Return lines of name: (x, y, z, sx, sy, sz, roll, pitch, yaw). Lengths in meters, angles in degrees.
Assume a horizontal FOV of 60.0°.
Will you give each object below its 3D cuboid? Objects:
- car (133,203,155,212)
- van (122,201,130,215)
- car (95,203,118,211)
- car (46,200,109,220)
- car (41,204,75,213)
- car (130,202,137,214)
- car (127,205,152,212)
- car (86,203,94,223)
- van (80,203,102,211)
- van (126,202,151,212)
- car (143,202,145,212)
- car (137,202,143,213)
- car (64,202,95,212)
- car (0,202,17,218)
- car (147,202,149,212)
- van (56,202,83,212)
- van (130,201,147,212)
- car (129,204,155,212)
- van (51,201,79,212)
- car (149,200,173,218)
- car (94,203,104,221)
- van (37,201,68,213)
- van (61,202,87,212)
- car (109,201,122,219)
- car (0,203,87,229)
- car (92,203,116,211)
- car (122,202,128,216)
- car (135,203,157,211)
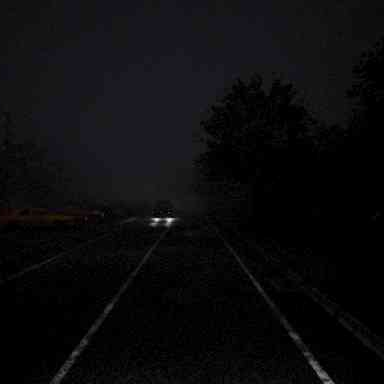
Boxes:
car: (-10.371, 3.343, 72.185, 4.553, 1.767, 2.185, 0, -3, 0)
van: (-10.496, 2.074, 41.690, 4.442, 1.987, 1.878, 0, -2, 0)
car: (-23.469, 4.155, 91.677, 5.566, 2.045, 2.435, 0, -3, 0)
car: (-10.402, 1.822, 30.593, 4.553, 1.767, 2.185, 0, -2, 0)
car: (-23.477, 2.837, 58.478, 5.008, 1.535, 2.097, 0, -2, 0)
car: (-10.387, 2.388, 44.458, 5.008, 1.535, 2.097, 0, -2, 0)
car: (-10.401, 3.242, 66.630, 4.674, 1.452, 2.002, 0, -3, 0)
car: (-10.372, 1.794, 25.042, 4.892, 1.521, 2.231, 0, -1, 0)
van: (-23.603, 3.510, 77.714, 4.442, 1.987, 1.878, 0, -3, 0)
van: (-10.279, 2.843, 63.870, 4.442, 1.987, 1.878, 0, -3, 0)
car: (-10.390, 2.695, 52.781, 4.674, 1.452, 2.002, 0, -2, 0)
car: (-10.356, 2.596, 50.005, 4.792, 1.488, 2.163, 0, -2, 0)
car: (-23.452, 3.085, 69.415, 5.566, 2.045, 2.435, 0, -3, 0)
car: (-23.426, 2.092, 39.100, 4.553, 1.767, 2.185, 0, -2, 0)
car: (-10.421, 2.862, 58.337, 4.792, 1.488, 2.163, 0, -2, 0)
van: (-23.592, 2.850, 64.004, 4.442, 1.987, 1.878, 0, -3, 0)
van: (-10.273, 2.518, 55.565, 4.442, 1.987, 1.878, 0, -2, 0)
car: (-10.395, 3.335, 69.405, 5.008, 1.535, 2.097, 0, -3, 0)
van: (-23.357, 2.711, 61.105, 4.442, 1.987, 1.878, 0, -2, 0)
car: (-3.394, 1.971, 39.710, 2.150, 2.045, 5.566, 0, -2, 0)
car: (-10.375, 1.866, 27.813, 5.008, 1.535, 2.097, 0, -2, 0)
van: (-23.353, 2.523, 55.716, 4.442, 1.987, 1.878, 0, -2, 0)
van: (-23.595, 2.977, 66.646, 4.442, 1.987, 1.878, 0, -3, 0)
car: (-10.344, 1.782, 33.367, 5.566, 2.045, 2.435, 0, -2, 0)
car: (-10.179, 1.725, 22.274, 5.366, 1.575, 1.946, 0, -1, 0)
car: (-23.467, 4.022, 88.910, 5.566, 2.045, 2.435, 0, -3, 0)
car: (-10.380, 2.251, 38.907, 4.674, 1.452, 2.002, 0, -2, 0)
car: (-10.373, 3.477, 74.957, 4.553, 1.767, 2.185, 0, -3, 0)
